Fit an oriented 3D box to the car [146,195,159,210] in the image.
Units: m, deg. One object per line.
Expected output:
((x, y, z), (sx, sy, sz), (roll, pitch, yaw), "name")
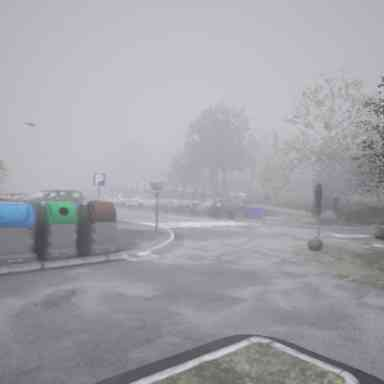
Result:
((-3.285, 1.552, 43.229), (2.185, 1.767, 4.553), (2, -2, 33), "car")

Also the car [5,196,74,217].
((-12.202, 1.113, 26.867), (2.002, 1.452, 4.674), (1, 0, 33), "car")

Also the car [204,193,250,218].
((3.989, 1.493, 33.579), (2.435, 2.045, 5.566), (1, -2, 33), "car")

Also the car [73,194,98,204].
((-21.501, 1.383, 67.319), (2.185, 1.767, 4.553), (1, -2, 33), "car")

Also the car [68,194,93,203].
((-23.330, 1.365, 69.734), (2.185, 1.767, 4.553), (1, -2, 33), "car")

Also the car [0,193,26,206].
((-24.755, 0.952, 43.251), (1.946, 1.575, 5.366), (1, 0, 33), "car")

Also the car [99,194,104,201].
((-12.411, 1.593, 55.268), (2.231, 1.521, 4.892), (1, -2, 33), "car")

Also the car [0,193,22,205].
((-26.444, 0.942, 45.777), (2.097, 1.535, 5.008), (1, -1, 33), "car")

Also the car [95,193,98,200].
((-14.224, 1.324, 57.665), (2.435, 2.045, 5.566), (2, -2, 33), "car")

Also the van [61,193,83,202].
((-26.872, 1.238, 74.687), (1.878, 1.987, 4.442), (1, -2, 33), "van")

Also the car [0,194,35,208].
((-21.113, 1.020, 38.656), (2.163, 1.488, 4.792), (1, -1, 33), "car")

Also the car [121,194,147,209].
((-6.941, 1.391, 48.009), (2.435, 2.045, 5.566), (2, -2, 33), "car")

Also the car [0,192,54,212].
((-15.778, 0.914, 31.570), (2.185, 1.767, 4.553), (1, -1, 33), "car")

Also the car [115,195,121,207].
((-8.775, 1.654, 50.415), (2.163, 1.488, 4.792), (2, -2, 33), "car")

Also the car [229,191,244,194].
((5.510, 0.656, 42.999), (1.812, 1.442, 4.674), (3, 3, -37), "car")

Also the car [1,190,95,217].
((-10.423, 0.837, 24.479), (2.435, 2.045, 5.566), (1, -1, 33), "car")

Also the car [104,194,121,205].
((-10.548, 1.360, 52.888), (2.435, 2.045, 5.566), (1, -2, 33), "car")

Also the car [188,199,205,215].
((2.158, 1.728, 35.963), (2.231, 1.521, 4.892), (2, -2, 33), "car")

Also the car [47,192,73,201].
((-32.381, 1.156, 81.856), (2.435, 2.045, 5.566), (1, -2, 33), "car")

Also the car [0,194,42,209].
((-19.319, 1.009, 36.314), (2.231, 1.521, 4.892), (1, -1, 33), "car")

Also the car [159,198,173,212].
((-1.458, 1.569, 40.815), (2.185, 1.767, 4.553), (2, -2, 33), "car")

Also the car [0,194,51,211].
((-17.447, 1.025, 34.115), (1.946, 1.575, 5.366), (1, -1, 33), "car")

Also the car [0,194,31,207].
((-22.874, 0.975, 41.042), (2.097, 1.535, 5.008), (1, -1, 33), "car")

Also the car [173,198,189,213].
((0.321, 1.583, 38.352), (2.185, 1.767, 4.553), (1, -2, 33), "car")

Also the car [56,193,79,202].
((-28.731, 1.317, 77.022), (2.185, 1.767, 4.553), (2, -2, 33), "car")

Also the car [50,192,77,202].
((-30.572, 1.171, 79.387), (2.435, 2.045, 5.566), (2, -2, 33), "car")

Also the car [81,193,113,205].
((-17.825, 1.293, 62.543), (2.435, 2.045, 5.566), (1, -2, 33), "car")

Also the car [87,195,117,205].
((-16.130, 1.548, 59.940), (1.946, 1.575, 5.366), (2, -2, 33), "car")
